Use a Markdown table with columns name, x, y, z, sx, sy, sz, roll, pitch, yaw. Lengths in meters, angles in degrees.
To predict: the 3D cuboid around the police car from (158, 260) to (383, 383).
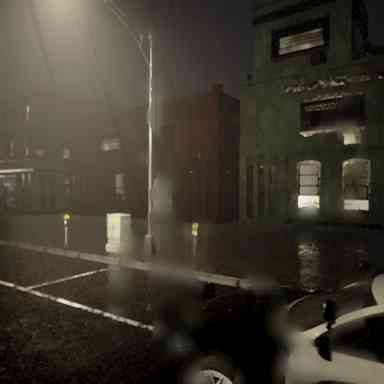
| name | x | y | z | sx | sy | sz | roll | pitch | yaw |
| --- | --- | --- | --- | --- | --- | --- | --- | --- | --- |
| police car | 1.977 | 1.425 | 2.911 | 5.238 | 1.638 | 1.930 | 0 | 0 | 35 |
